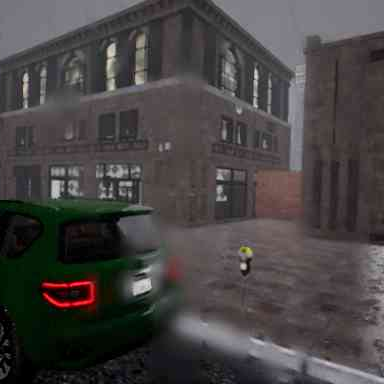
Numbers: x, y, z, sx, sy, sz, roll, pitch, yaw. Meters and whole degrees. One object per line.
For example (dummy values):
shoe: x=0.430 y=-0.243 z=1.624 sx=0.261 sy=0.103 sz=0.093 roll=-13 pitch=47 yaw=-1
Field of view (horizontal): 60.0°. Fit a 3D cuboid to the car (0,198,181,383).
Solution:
car: x=-2.744 y=1.103 z=5.355 sx=5.566 sy=2.045 sz=2.150 roll=2 pitch=1 yaw=36
